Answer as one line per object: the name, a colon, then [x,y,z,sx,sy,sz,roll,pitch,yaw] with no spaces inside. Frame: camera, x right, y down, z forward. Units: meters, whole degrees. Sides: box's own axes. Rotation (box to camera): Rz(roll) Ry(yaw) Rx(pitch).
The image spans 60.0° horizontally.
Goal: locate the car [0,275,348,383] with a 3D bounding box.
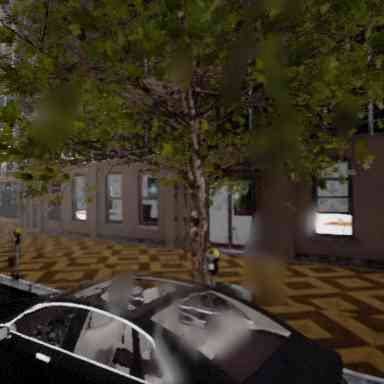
car: [-0.773,1.577,3.425,4.403,1.369,2.008,-1,0,35]
